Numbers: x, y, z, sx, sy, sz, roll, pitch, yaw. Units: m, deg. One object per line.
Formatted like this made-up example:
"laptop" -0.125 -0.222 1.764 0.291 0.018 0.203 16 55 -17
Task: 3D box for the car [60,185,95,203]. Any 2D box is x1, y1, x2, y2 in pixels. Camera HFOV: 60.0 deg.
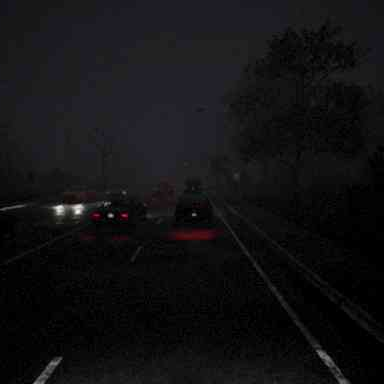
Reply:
"car" -10.596 0.144 31.021 1.882 1.535 5.008 0 3 0

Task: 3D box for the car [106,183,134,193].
"car" -7.093 -0.090 33.186 2.097 1.767 4.553 0 3 0

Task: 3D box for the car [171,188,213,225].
"car" 0.099 0.794 18.044 1.882 1.535 5.008 0 3 0

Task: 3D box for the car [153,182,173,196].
"car" -3.407 -0.444 40.258 2.097 1.767 4.553 0 3 0

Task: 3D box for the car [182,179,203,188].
"car" 0.098 -0.450 37.789 2.150 2.045 5.566 0 3 0

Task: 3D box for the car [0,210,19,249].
"car" -7.054 1.217 9.762 2.128 1.511 4.902 0 3 0

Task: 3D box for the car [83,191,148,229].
"car" -3.467 0.930 16.725 2.033 1.411 5.357 0 3 1
